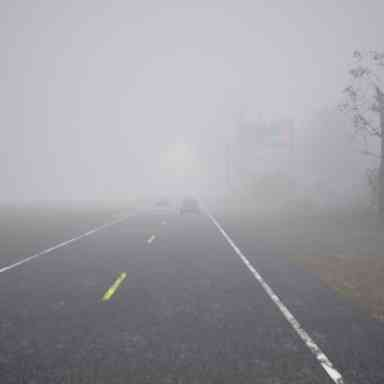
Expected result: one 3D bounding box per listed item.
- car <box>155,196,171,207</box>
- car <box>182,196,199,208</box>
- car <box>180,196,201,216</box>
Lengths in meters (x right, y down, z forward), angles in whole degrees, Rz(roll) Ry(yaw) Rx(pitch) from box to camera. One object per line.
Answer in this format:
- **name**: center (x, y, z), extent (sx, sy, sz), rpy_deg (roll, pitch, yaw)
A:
- **car**: center (-3.787, 1.236, 43.982), extent (2.033, 1.411, 5.357), rpy_deg (0, 0, 0)
- **car**: center (-0.225, 1.240, 42.643), extent (2.033, 1.411, 5.357), rpy_deg (0, 0, 0)
- **car**: center (-0.161, 1.331, 30.080), extent (2.033, 1.411, 5.357), rpy_deg (0, 0, 0)
